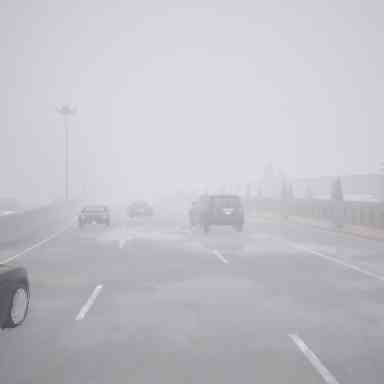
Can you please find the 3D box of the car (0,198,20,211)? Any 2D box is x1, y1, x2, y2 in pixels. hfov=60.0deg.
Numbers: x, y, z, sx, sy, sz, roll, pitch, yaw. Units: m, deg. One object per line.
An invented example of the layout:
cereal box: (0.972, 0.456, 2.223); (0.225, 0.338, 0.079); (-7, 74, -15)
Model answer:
car: (-22.038, 1.507, 39.859); (1.837, 1.490, 4.892); (0, 0, -15)

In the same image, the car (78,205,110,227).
car: (-6.444, 1.556, 22.304); (1.895, 1.301, 4.718); (0, 0, -13)

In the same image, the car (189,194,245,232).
car: (1.314, 1.136, 19.565); (2.150, 2.045, 5.566); (0, 0, -11)

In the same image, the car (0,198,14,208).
car: (-28.238, 1.574, 49.686); (1.994, 1.385, 4.181); (0, 0, -14)

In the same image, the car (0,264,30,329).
car: (-3.688, 1.481, 3.852); (1.882, 1.535, 5.008); (0, 0, -3)

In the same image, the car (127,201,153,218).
car: (-4.679, 1.480, 29.546); (1.994, 1.385, 4.181); (0, 0, -14)

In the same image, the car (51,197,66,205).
car: (-23.064, 1.508, 57.570); (1.994, 1.385, 4.181); (0, 0, -14)

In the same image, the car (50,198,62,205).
car: (-32.505, 2.291, 79.620); (1.882, 1.535, 5.008); (0, -4, -15)
